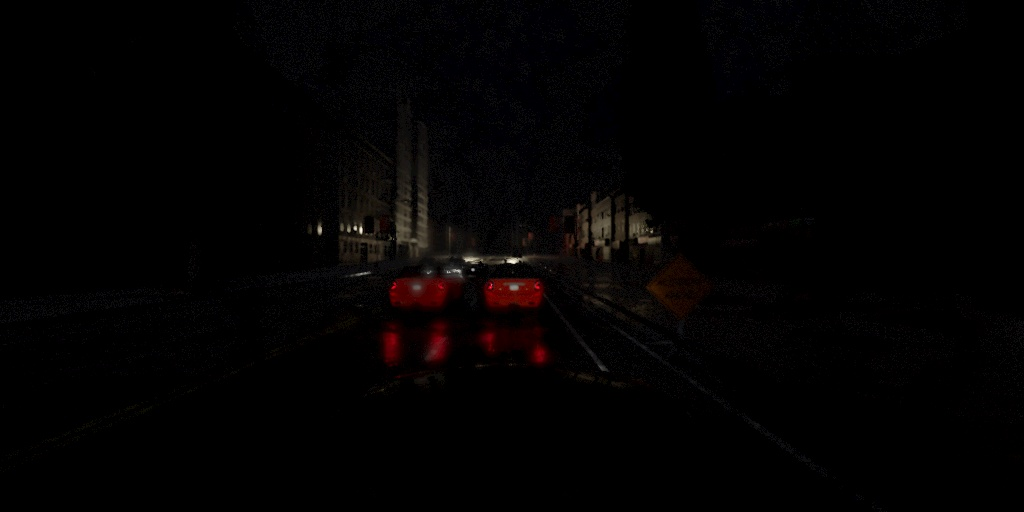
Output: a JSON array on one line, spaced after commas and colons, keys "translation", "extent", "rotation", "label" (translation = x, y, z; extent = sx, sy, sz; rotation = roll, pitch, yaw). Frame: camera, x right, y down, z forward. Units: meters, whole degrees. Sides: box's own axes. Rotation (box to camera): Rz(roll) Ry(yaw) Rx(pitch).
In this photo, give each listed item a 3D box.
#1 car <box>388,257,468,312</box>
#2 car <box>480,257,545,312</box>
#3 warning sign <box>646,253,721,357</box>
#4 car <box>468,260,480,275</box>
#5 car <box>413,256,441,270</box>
[{"translation": [-3.170, 1.062, 14.111], "extent": [2.097, 1.767, 4.553], "rotation": [0, 0, 0], "label": "car"}, {"translation": [0.080, 1.062, 14.065], "extent": [2.097, 1.767, 4.553], "rotation": [0, 0, 0], "label": "car"}, {"translation": [3.223, 0.864, 6.850], "extent": [1.300, 1.860, 1.060], "rotation": [0, 0, 0], "label": "warning sign"}, {"translation": [-3.171, 1.051, 31.231], "extent": [1.994, 1.385, 4.181], "rotation": [0, 1, 0], "label": "car"}, {"translation": [-9.865, 0.788, 42.179], "extent": [2.033, 1.411, 5.357], "rotation": [0, 1, 0], "label": "car"}]
